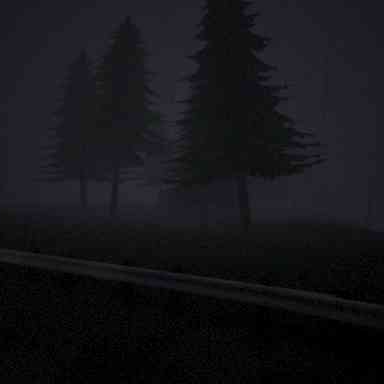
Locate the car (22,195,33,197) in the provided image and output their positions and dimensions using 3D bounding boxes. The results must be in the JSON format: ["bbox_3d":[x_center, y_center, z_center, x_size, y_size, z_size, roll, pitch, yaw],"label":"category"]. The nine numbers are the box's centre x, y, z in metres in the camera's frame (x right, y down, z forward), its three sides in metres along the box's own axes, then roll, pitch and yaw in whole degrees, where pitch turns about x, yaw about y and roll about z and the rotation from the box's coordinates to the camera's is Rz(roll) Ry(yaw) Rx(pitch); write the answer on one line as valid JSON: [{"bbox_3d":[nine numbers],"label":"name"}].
[{"bbox_3d":[-38.884,1.477,78.009,1.882,1.535,5.008,0,0,1],"label":"car"}]
